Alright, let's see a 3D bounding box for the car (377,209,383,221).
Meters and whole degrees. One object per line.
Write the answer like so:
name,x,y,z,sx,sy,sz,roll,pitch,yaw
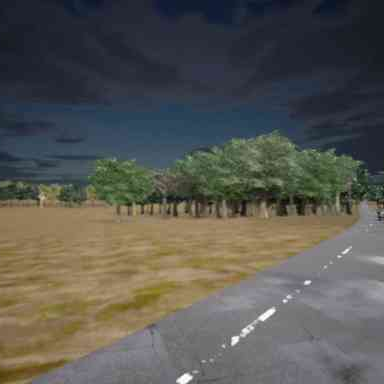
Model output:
car,25.472,2.981,43.570,2.128,1.511,4.902,0,-2,28
